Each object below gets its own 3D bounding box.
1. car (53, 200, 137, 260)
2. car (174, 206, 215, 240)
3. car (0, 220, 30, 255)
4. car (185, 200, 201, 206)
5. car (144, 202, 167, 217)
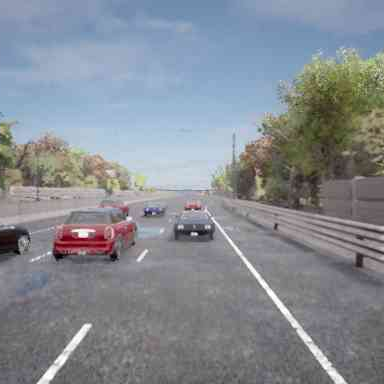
[{"bbox_3d":[-3.399,1.355,12.538,2.097,1.767,4.553,0,0,0],"label":"car"},{"bbox_3d":[0.105,1.605,17.160,1.895,1.301,4.718,0,0,0],"label":"car"},{"bbox_3d":[-6.902,1.494,10.378,2.128,1.511,4.902,0,0,0],"label":"car"},{"bbox_3d":[0.109,1.620,38.287,1.895,1.301,4.718,0,0,0],"label":"car"},{"bbox_3d":[-3.392,1.614,31.947,1.895,1.301,4.718,0,0,0],"label":"car"}]
